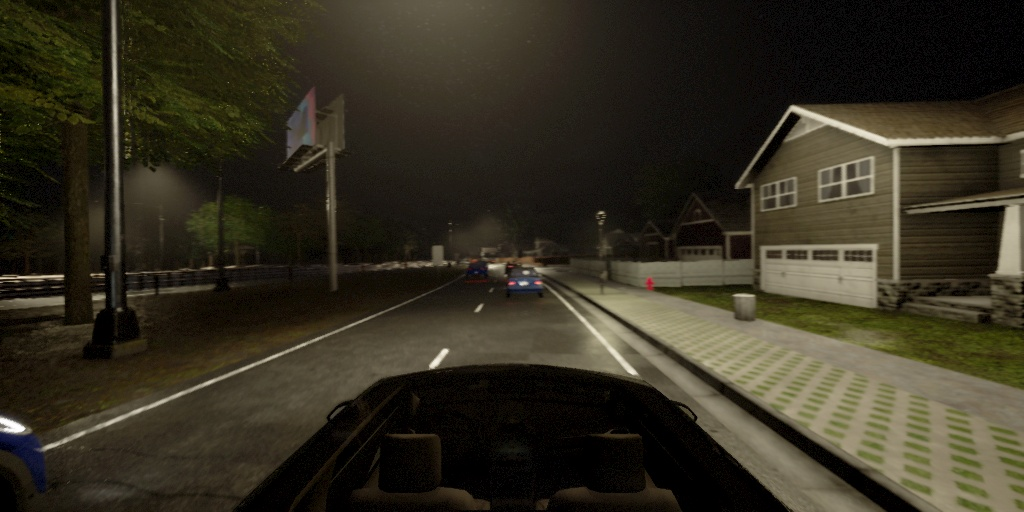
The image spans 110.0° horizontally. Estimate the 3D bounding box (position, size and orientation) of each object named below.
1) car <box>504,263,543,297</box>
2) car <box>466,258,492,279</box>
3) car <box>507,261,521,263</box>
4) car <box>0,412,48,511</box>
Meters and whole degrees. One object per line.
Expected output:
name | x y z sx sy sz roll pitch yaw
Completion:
car | 0.589 1.287 18.797 2.033 1.411 5.357 -1 0 0
car | -3.176 1.279 33.463 1.882 1.535 5.008 -1 0 -2
car | 0.165 1.225 37.301 2.128 1.511 4.902 -1 0 -3
car | -4.523 1.180 0.688 2.097 1.767 4.553 -1 0 3
